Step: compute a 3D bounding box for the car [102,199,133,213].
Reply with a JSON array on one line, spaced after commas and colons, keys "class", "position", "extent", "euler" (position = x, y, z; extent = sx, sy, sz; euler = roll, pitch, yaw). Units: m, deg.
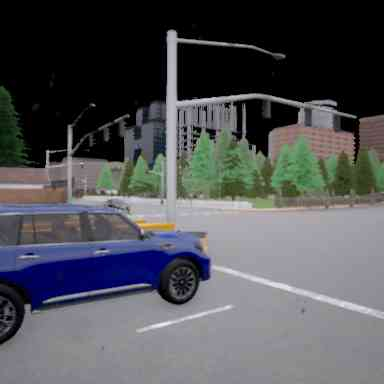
[{"class": "car", "position": [-8.648, 1.561, 38.253], "extent": [1.837, 1.490, 4.892], "euler": [0, 0, -33]}]

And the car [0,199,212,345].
[{"class": "car", "position": [-2.217, 1.228, 6.481], "extent": [5.566, 2.045, 2.150], "euler": [0, 0, -35]}]
